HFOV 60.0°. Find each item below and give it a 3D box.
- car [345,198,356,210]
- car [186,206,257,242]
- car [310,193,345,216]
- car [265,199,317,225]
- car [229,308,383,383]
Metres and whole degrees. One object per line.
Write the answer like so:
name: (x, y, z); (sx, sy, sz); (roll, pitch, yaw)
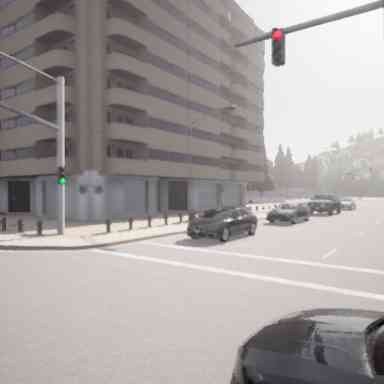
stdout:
car: (18.848, 1.443, 40.942); (1.812, 1.442, 4.674); (0, 0, 35)
car: (1.611, 1.501, 16.573); (1.837, 1.490, 4.892); (0, 0, 35)
car: (13.121, 1.165, 32.877); (2.150, 2.045, 5.566); (0, 0, 36)
car: (7.246, 1.518, 24.566); (2.033, 1.411, 5.357); (0, 0, 35)
car: (2.579, 1.501, 2.130); (4.892, 1.490, 1.837); (0, 0, 36)
